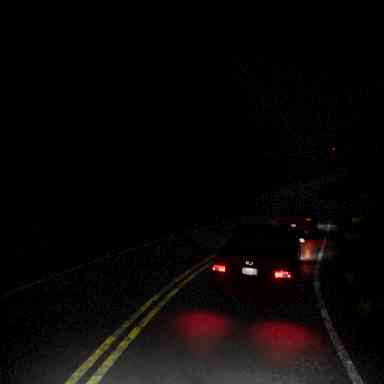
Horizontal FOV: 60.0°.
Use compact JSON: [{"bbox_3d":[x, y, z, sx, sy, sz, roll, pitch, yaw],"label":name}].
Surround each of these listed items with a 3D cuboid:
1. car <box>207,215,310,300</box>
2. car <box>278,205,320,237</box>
[{"bbox_3d":[1.867,1.549,8.660,2.033,1.411,5.357,2,0,18],"label":"car"},{"bbox_3d":[5.946,1.486,18.509,1.882,1.535,5.008,2,1,23],"label":"car"}]
